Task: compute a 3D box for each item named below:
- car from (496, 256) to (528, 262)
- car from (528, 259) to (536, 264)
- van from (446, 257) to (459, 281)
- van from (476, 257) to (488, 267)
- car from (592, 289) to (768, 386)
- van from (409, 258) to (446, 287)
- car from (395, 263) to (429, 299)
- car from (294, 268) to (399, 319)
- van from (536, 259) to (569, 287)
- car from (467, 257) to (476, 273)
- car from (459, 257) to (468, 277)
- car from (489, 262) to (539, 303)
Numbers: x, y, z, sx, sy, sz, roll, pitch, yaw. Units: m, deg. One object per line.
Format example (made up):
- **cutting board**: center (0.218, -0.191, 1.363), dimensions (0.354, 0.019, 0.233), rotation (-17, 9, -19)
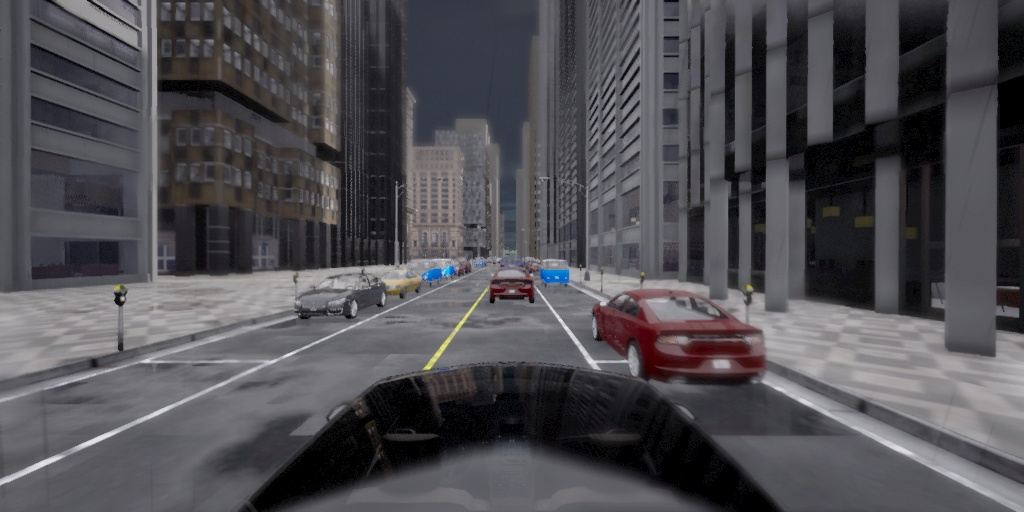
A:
- **car**: center (0.000, 1.004, 31.531), dimensions (2.150, 2.045, 5.566), rotation (0, 0, 0)
- **car**: center (2.762, 1.327, 40.788), dimensions (1.802, 1.307, 4.207), rotation (0, 0, 0)
- **van**: center (-5.763, 1.086, 29.502), dimensions (1.690, 1.789, 3.998), rotation (0, 0, 0)
- **van**: center (-5.763, 1.082, 63.348), dimensions (1.690, 1.789, 3.998), rotation (0, 0, 0)
- **car**: center (2.762, 1.292, 6.944), dimensions (1.888, 1.381, 4.507), rotation (0, 0, 0)
- **van**: center (-5.763, 1.087, 23.861), dimensions (1.690, 1.789, 3.998), rotation (0, 0, 0)
- **car**: center (-5.763, 1.272, 18.051), dimensions (1.751, 1.417, 4.829), rotation (0, 0, 0)
- **car**: center (-5.763, 1.297, 12.580), dimensions (2.007, 1.370, 4.403), rotation (0, 0, 0)
- **van**: center (2.762, 1.087, 23.866), dimensions (1.690, 1.789, 3.998), rotation (0, 0, 0)
- **car**: center (-5.763, 1.059, 40.784), dimensions (2.192, 1.841, 5.009), rotation (0, 0, 0)
- **car**: center (-5.763, 1.185, 35.143), dimensions (1.967, 1.591, 4.097), rotation (0, 0, 0)
- **car**: center (0.000, 1.232, 16.501), dimensions (1.882, 1.535, 5.008), rotation (0, 0, 0)
